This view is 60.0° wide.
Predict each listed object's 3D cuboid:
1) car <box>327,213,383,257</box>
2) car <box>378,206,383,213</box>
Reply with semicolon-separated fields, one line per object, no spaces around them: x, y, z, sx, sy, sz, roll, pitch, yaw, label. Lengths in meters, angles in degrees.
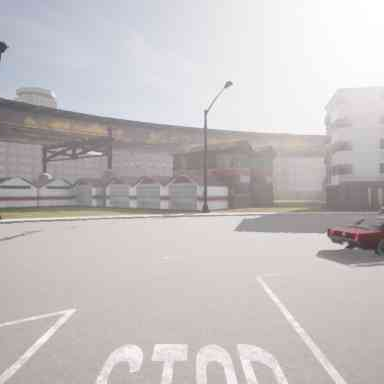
7.738;1.601;12.691;4.718;1.301;1.895;0;0;-15;car
17.984;1.352;27.461;4.553;1.767;2.097;0;0;4;car
